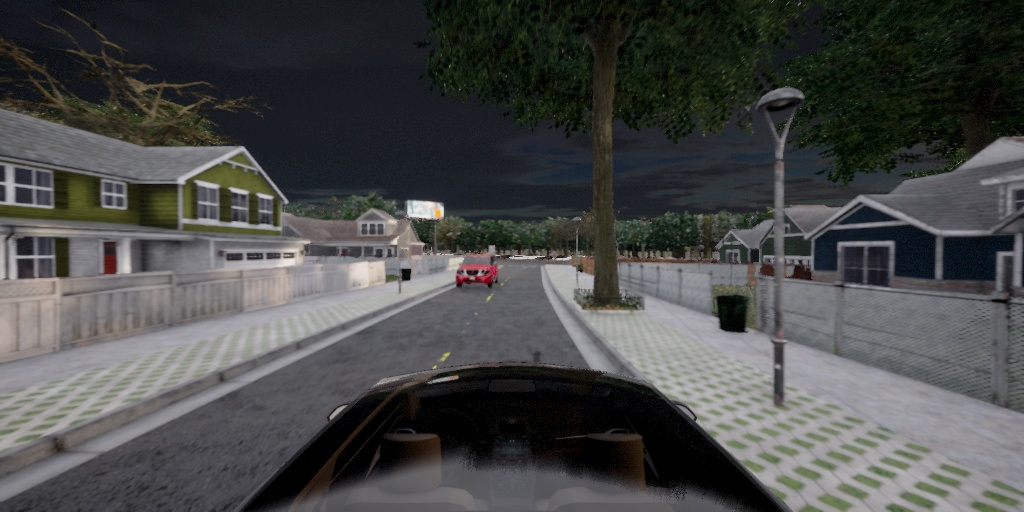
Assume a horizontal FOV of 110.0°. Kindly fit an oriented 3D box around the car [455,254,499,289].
[{"bbox_3d":[-2.098,0.901,23.038,2.150,2.045,5.566,0,0,3],"label":"car"}]
